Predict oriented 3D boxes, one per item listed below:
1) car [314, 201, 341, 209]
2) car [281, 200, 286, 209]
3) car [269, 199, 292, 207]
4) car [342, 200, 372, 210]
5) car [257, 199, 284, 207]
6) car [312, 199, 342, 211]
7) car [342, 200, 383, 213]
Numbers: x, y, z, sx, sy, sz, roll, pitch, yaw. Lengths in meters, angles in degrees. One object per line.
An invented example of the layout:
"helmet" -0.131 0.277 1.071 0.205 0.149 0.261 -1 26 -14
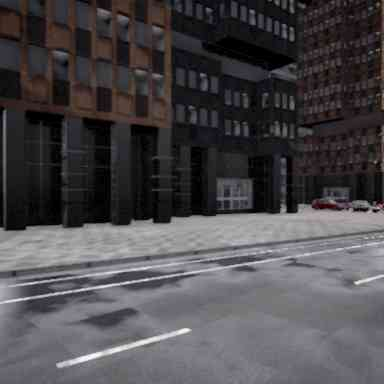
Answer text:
"car" 24.861 2.293 61.017 1.802 1.307 4.206 0 0 -36
"car" 14.866 2.279 60.342 1.752 1.417 4.829 0 0 -36
"car" 18.554 2.296 69.846 1.887 1.381 4.507 0 0 -36
"car" 28.014 2.132 56.603 1.967 1.590 4.097 0 0 -36
"car" 16.128 2.264 68.494 2.033 1.411 5.357 0 0 -36
"car" 21.074 2.030 51.650 2.192 1.841 5.009 0 0 -36
"car" 24.230 2.262 47.236 1.947 1.339 4.313 0 0 -36
